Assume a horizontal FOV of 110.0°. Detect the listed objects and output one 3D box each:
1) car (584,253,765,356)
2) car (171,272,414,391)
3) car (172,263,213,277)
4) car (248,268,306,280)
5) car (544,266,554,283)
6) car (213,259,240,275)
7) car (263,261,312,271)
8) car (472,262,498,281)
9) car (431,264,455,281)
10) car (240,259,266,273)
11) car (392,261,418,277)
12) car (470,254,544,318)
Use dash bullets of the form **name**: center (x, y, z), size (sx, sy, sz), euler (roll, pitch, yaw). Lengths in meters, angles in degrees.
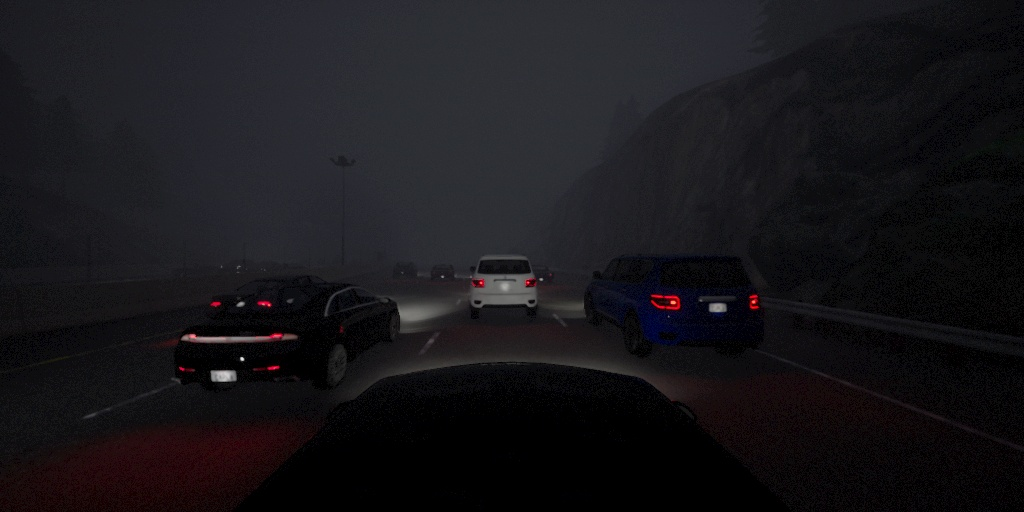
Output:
- **car**: center (3.370, 0.960, 8.721), size (2.150, 2.045, 5.566), euler (0, 0, -2)
- **car**: center (-3.583, 1.246, 6.792), size (2.128, 1.511, 4.902), euler (0, 0, -2)
- **car**: center (-32.121, 1.394, 36.612), size (1.895, 1.301, 4.718), euler (0, 0, -13)
- **car**: center (-7.282, 1.306, 11.870), size (2.033, 1.411, 5.357), euler (0, 0, -4)
- **car**: center (1.735, 1.329, 27.094), size (1.895, 1.301, 4.718), euler (0, 0, -8)
- **car**: center (-28.856, 1.137, 37.935), size (2.097, 1.767, 4.553), euler (0, 0, -13)
- **car**: center (-20.739, 1.373, 33.384), size (1.895, 1.301, 4.718), euler (0, 0, -11)
- **car**: center (-2.411, 1.298, 31.055), size (1.994, 1.385, 4.181), euler (0, 0, -9)
- **car**: center (-5.835, 1.343, 30.518), size (1.895, 1.301, 4.718), euler (0, 0, -9)
- **car**: center (-24.906, 1.256, 36.293), size (1.882, 1.535, 5.008), euler (0, 0, -12)
- **car**: center (-9.898, 1.240, 33.409), size (2.128, 1.511, 4.902), euler (0, 0, -10)
- **car**: center (-0.373, 0.964, 13.216), size (2.150, 2.045, 5.566), euler (0, 0, -4)
